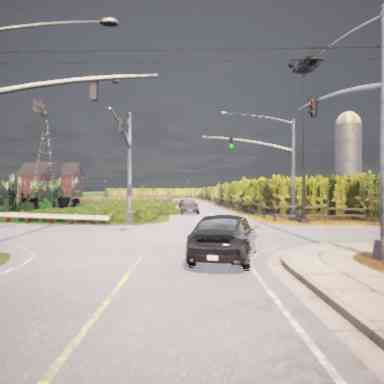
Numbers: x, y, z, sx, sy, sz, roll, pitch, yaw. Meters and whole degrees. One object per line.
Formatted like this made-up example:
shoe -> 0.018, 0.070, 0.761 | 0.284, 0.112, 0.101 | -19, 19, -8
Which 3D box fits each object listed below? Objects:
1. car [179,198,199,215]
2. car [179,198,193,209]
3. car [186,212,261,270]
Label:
car -> -0.280, 1.552, 34.630 | 1.812, 1.442, 4.674 | 0, 0, -3
car -> -0.884, 1.585, 47.454 | 1.994, 1.385, 4.181 | 0, 0, -2
car -> 1.152, 1.519, 11.176 | 1.837, 1.490, 4.892 | -1, -1, 15
